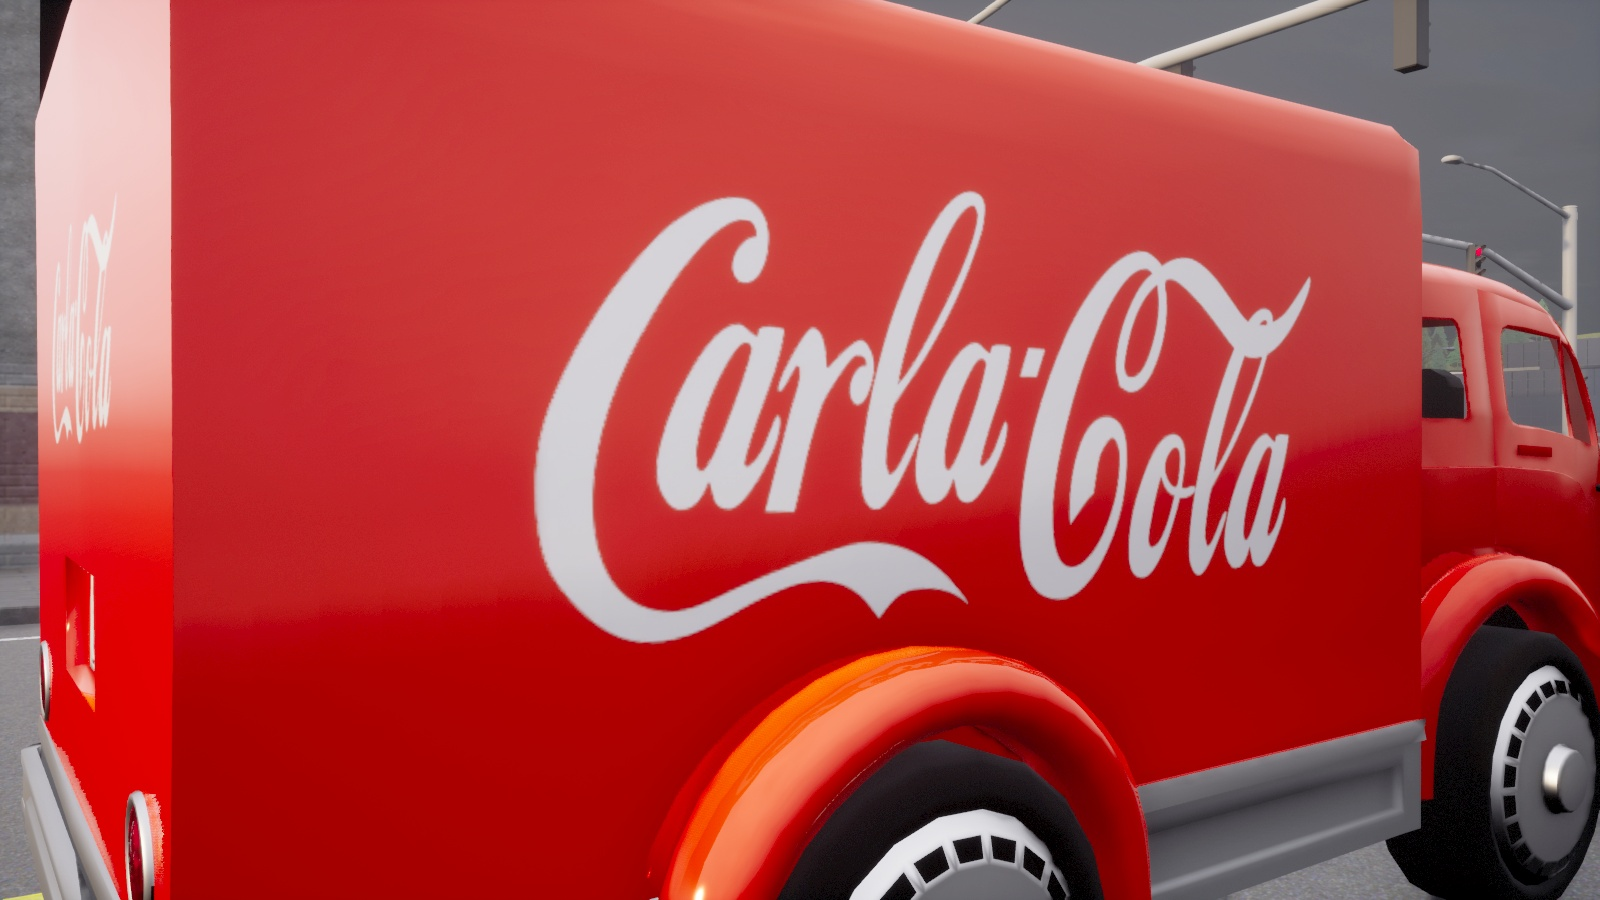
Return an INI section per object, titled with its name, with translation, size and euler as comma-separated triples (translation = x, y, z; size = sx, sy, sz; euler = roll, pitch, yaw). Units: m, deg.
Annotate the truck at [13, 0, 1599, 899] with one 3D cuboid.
[truck]
translation = 0.591, 0.267, 4.070
size = 5.204, 2.467, 2.627
euler = 0, 0, -35
